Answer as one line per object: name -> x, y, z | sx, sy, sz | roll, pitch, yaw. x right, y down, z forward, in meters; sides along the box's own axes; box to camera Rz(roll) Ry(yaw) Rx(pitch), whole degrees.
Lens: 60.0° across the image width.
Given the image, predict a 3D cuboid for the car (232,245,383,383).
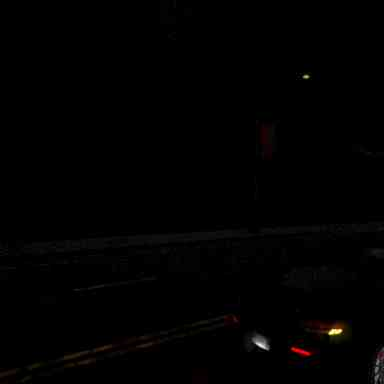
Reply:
car -> 2.723, 1.563, 5.090 | 4.674, 1.442, 1.812 | 1, 0, -33
